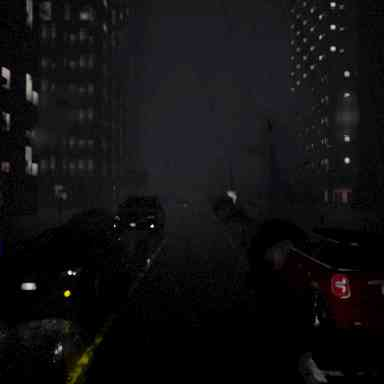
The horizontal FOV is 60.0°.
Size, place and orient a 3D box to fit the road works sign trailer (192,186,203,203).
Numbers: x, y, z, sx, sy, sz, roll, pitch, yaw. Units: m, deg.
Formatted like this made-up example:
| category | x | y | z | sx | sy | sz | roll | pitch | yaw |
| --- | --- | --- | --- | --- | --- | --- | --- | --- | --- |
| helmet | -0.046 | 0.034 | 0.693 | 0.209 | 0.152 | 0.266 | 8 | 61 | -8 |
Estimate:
| category | x | y | z | sx | sy | sz | roll | pitch | yaw |
| --- | --- | --- | --- | --- | --- | --- | --- | --- | --- |
| road works sign trailer | 1.188 | 0.453 | 70.319 | 2.380 | 3.560 | 2.880 | 0 | 0 | 1 |

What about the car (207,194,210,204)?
| category | x | y | z | sx | sy | sz | roll | pitch | yaw |
| --- | --- | --- | --- | --- | --- | --- | --- | --- | --- |
| car | 3.382 | 1.314 | 40.885 | 2.192 | 1.841 | 5.009 | 1 | 0 | 1 |

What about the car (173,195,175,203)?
| category | x | y | z | sx | sy | sz | roll | pitch | yaw |
| --- | --- | --- | --- | --- | --- | --- | --- | --- | --- |
| car | -4.513 | 1.542 | 69.490 | 1.947 | 1.339 | 4.313 | 1 | 0 | 1 |

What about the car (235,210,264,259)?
| category | x | y | z | sx | sy | sz | roll | pitch | yaw |
| --- | --- | --- | --- | --- | --- | --- | --- | --- | --- |
| car | 2.959 | 1.570 | 12.445 | 1.947 | 1.339 | 4.313 | 1 | 0 | 1 |

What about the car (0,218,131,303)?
| category | x | y | z | sx | sy | sz | roll | pitch | yaw |
| --- | --- | --- | --- | --- | --- | --- | --- | --- | --- |
| car | -2.974 | 1.555 | 8.122 | 1.994 | 1.385 | 4.181 | 0 | 0 | 1 |

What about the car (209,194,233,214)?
| category | x | y | z | sx | sy | sz | roll | pitch | yaw |
| --- | --- | --- | --- | --- | --- | --- | --- | --- | --- |
| car | 3.285 | 1.315 | 35.197 | 2.192 | 1.841 | 5.009 | 1 | 0 | 1 |

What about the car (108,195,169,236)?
| category | x | y | z | sx | sy | sz | roll | pitch | yaw |
| --- | --- | --- | --- | --- | --- | --- | --- | --- | --- |
| car | -2.787 | 1.211 | 18.685 | 2.150 | 2.045 | 5.566 | 0 | 0 | 1 |

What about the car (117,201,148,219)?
| category | x | y | z | sx | sy | sz | roll | pitch | yaw |
| --- | --- | --- | --- | --- | --- | --- | --- | --- | --- |
| car | -5.195 | 1.547 | 29.671 | 1.947 | 1.339 | 4.313 | 1 | 0 | 1 |

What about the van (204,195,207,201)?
| category | x | y | z | sx | sy | sz | roll | pitch | yaw |
| --- | --- | --- | --- | --- | --- | --- | --- | --- | --- |
| van | 3.771 | 1.338 | 63.638 | 1.690 | 1.788 | 3.998 | 1 | 0 | 1 |

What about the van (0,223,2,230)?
| category | x | y | z | sx | sy | sz | roll | pitch | yaw |
| --- | --- | --- | --- | --- | --- | --- | --- | --- | --- |
| van | -5.702 | 1.326 | 6.924 | 1.690 | 1.788 | 3.998 | 1 | 0 | 1 |

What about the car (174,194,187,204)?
| category | x | y | z | sx | sy | sz | roll | pitch | yaw |
| --- | --- | --- | --- | --- | --- | --- | --- | --- | --- |
| car | -1.918 | 1.584 | 65.134 | 1.895 | 1.301 | 4.718 | 0 | 0 | 1 |

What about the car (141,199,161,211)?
| category | x | y | z | sx | sy | sz | roll | pitch | yaw |
| --- | --- | --- | --- | --- | --- | --- | --- | --- | --- |
| car | -4.999 | 1.545 | 41.048 | 1.947 | 1.339 | 4.313 | 1 | 0 | 1 |

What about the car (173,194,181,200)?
| category | x | y | z | sx | sy | sz | roll | pitch | yaw |
| --- | --- | --- | --- | --- | --- | --- | --- | --- | --- |
| car | -4.123 | 1.417 | 92.244 | 1.967 | 1.590 | 4.097 | 1 | 0 | 1 |

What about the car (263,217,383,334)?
| category | x | y | z | sx | sy | sz | roll | pitch | yaw |
| --- | --- | --- | --- | --- | --- | --- | --- | --- | --- |
| car | 2.919 | 1.446 | 6.757 | 1.967 | 1.590 | 4.097 | 1 | 0 | 1 |

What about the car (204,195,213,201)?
| category | x | y | z | sx | sy | sz | roll | pitch | yaw |
| --- | --- | --- | --- | --- | --- | --- | --- | --- | --- |
| car | 4.060 | 1.547 | 80.702 | 2.008 | 1.369 | 4.403 | 1 | 0 | 1 |

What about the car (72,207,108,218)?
| category | x | y | z | sx | sy | sz | roll | pitch | yaw |
| --- | --- | --- | --- | --- | --- | --- | --- | --- | --- |
| car | -5.398 | 1.528 | 18.297 | 1.887 | 1.381 | 4.507 | 1 | 0 | 1 |

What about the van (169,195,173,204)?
| category | x | y | z | sx | sy | sz | roll | pitch | yaw |
| --- | --- | --- | --- | --- | --- | --- | --- | --- | --- |
| van | -4.705 | 1.318 | 58.113 | 1.690 | 1.788 | 3.998 | 1 | 0 | 1 |

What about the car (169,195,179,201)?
| category | x | y | z | sx | sy | sz | roll | pitch | yaw |
| --- | --- | --- | --- | --- | --- | --- | --- | --- | --- |
| car | -4.319 | 1.527 | 80.867 | 2.008 | 1.369 | 4.403 | 1 | 0 | 1 |

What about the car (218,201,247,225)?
| category | x | y | z | sx | sy | sz | roll | pitch | yaw |
| --- | --- | --- | --- | --- | --- | --- | --- | --- | --- |
| car | 3.087 | 1.584 | 23.821 | 1.802 | 1.307 | 4.206 | 1 | 0 | 1 |
